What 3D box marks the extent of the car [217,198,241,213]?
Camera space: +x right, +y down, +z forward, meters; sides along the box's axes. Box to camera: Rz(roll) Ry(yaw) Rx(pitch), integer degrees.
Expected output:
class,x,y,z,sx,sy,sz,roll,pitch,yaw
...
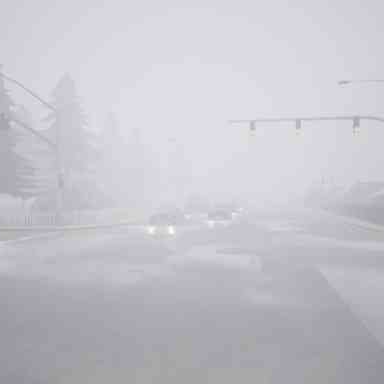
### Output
class,x,y,z,sx,sy,sz,roll,pitch,yaw
car,4.463,1.772,40.080,1.994,1.385,4.181,0,0,12

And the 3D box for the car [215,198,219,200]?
class,x,y,z,sx,sy,sz,roll,pitch,yaw
car,4.933,1.860,61.152,2.033,1.411,5.357,0,0,11

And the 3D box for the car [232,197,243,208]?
class,x,y,z,sx,sy,sz,roll,pitch,yaw
car,7.020,1.625,53.602,2.097,1.767,4.553,0,0,11

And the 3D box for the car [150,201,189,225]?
class,x,y,z,sx,sy,sz,roll,pitch,yaw
car,-1.800,1.668,25.904,1.812,1.442,4.674,0,0,11

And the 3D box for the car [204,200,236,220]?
class,x,y,z,sx,sy,sz,roll,pitch,yaw
car,2.693,1.711,30.763,2.033,1.411,5.357,0,0,11

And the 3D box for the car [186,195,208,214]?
class,x,y,z,sx,sy,sz,roll,pitch,yaw
car,0.642,1.428,38.787,2.150,2.045,5.566,0,-1,11
